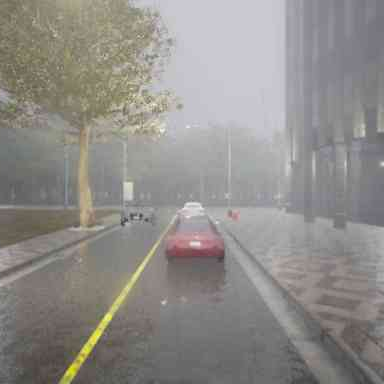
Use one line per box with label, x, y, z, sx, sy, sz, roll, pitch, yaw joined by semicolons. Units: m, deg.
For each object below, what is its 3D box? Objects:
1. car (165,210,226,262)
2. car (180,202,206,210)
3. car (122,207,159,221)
car;0.100;1.563;12.183;1.994;1.385;4.181;0;0;0
car;0.084;1.523;25.736;1.812;1.442;4.674;0;0;0
car;-3.001;1.205;19.952;1.994;1.385;4.181;0;0;0
